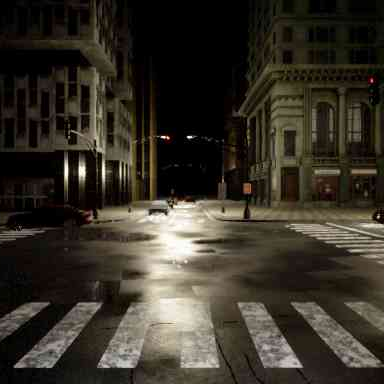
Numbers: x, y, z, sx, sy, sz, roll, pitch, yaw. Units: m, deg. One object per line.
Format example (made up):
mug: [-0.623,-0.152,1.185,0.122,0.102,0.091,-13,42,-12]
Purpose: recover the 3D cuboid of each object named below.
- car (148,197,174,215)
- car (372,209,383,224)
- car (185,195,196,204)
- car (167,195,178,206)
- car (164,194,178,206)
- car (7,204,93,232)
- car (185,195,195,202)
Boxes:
car: [-3.214,1.528,33.590,2.033,1.411,5.357,0,0,0]
car: [13.510,1.339,20.558,4.181,1.385,1.994,-1,0,0]
car: [-0.256,1.451,63.866,1.812,1.442,4.674,0,0,0]
car: [-3.291,1.458,43.506,2.128,1.511,4.902,0,0,0]
car: [-3.361,1.299,53.799,2.097,1.767,4.553,0,0,0]
car: [-8.701,1.543,20.515,5.008,1.535,1.882,-1,0,0]
car: [-0.424,1.454,73.678,1.994,1.385,4.181,0,0,0]
